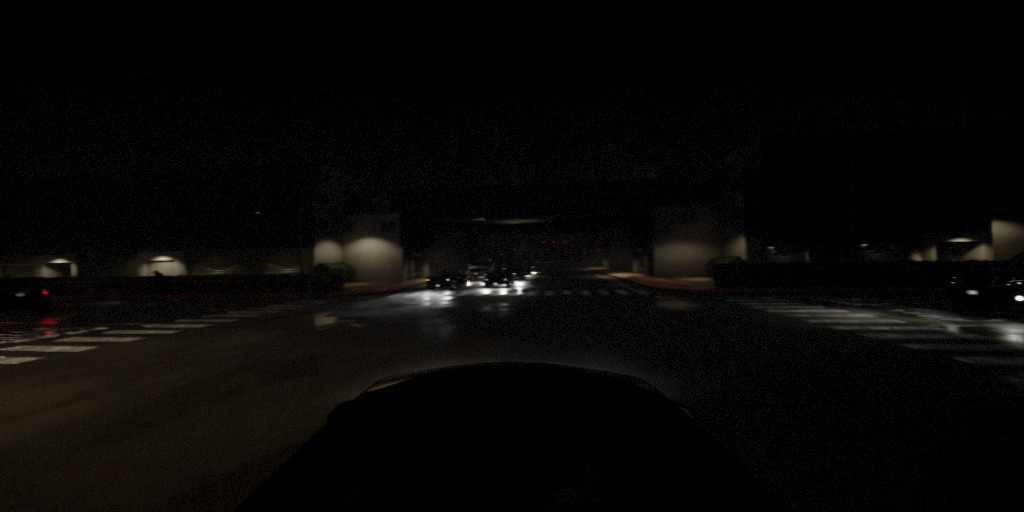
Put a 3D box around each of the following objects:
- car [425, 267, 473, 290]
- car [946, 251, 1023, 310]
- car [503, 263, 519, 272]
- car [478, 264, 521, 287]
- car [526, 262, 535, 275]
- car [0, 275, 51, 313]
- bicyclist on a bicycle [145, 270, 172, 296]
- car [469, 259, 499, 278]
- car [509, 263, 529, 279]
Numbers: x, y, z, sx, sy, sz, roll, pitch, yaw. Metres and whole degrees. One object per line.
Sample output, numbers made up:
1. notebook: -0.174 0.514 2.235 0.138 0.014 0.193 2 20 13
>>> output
1. car: -4.661 1.698 26.413 1.895 1.301 4.718 -1 -1 10
2. car: 16.923 0.707 10.734 5.566 2.045 2.150 -1 -1 7
3. car: -0.059 1.901 62.305 2.033 1.411 5.357 -1 -1 7
4. car: -0.840 1.576 27.688 2.033 1.411 5.357 -1 -1 7
5. car: 1.568 1.648 47.227 1.882 1.535 5.008 -1 -1 7
6. car: -23.347 1.740 15.786 4.553 1.767 2.097 -1 -1 8
7. bicyclist on a bicycle: -23.279 1.765 23.635 0.582 1.620 1.656 -1 0 7
8. car: -3.163 1.397 37.579 2.150 2.045 5.566 -1 -1 7
9. car: 0.325 1.699 37.203 1.895 1.301 4.718 -1 -1 7
